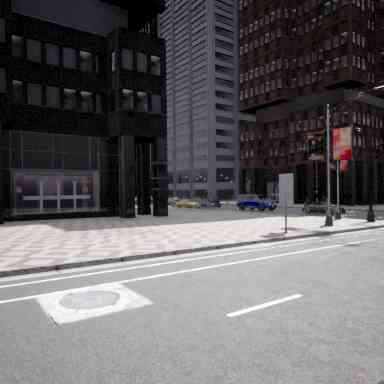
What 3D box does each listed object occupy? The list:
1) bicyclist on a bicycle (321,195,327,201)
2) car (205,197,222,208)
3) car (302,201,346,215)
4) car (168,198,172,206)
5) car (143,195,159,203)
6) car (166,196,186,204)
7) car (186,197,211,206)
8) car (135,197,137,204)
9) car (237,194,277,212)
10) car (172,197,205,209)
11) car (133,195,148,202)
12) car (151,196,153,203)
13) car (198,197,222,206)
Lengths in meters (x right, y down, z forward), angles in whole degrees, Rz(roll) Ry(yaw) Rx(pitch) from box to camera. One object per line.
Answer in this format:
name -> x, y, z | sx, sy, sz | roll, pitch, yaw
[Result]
bicyclist on a bicycle -> 17.394, 1.255, 43.789 | 1.656, 1.620, 0.582 | -1, 1, -36
car -> 2.497, 1.695, 49.641 | 1.994, 1.385, 4.181 | -1, 0, -35
car -> 13.511, 1.628, 34.221 | 1.994, 1.385, 4.181 | -1, 0, -36
car -> -3.299, 1.733, 57.815 | 1.994, 1.385, 4.181 | -1, 0, -35
car -> -9.500, 1.599, 76.492 | 1.967, 1.590, 4.097 | -1, 1, -36
car -> -3.290, 1.639, 67.803 | 1.752, 1.417, 4.829 | -1, 1, -36
car -> 1.046, 1.611, 57.161 | 1.837, 1.490, 4.892 | -1, -1, -36
car -> -10.131, 1.822, 62.717 | 1.802, 1.307, 4.206 | -1, 1, -36
car -> 8.052, 1.319, 41.846 | 2.150, 2.045, 5.566 | -1, 0, -36
car -> -0.569, 1.702, 49.333 | 1.752, 1.417, 4.829 | -1, 1, -36
car -> -12.654, 1.622, 80.906 | 1.967, 1.590, 4.097 | -1, 1, -36
car -> -7.801, 1.718, 69.527 | 2.033, 1.411, 5.357 | -1, 0, -36
car -> 3.117, 1.616, 58.837 | 1.887, 1.381, 4.507 | -1, 1, -36
